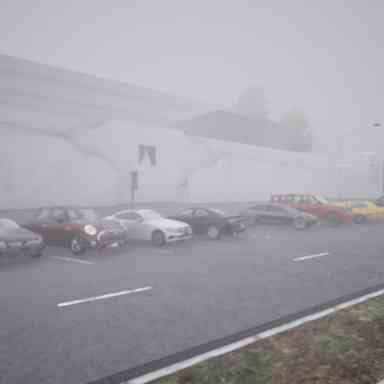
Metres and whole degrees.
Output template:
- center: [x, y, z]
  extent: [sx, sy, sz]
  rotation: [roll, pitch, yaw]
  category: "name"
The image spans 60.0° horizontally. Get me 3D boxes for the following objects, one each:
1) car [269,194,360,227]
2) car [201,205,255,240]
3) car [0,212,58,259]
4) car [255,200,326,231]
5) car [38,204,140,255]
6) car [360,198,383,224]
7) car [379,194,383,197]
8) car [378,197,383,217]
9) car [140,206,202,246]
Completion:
- center: [7.654, 1.145, 21.967]
  extent: [5.566, 2.045, 2.435]
  rotation: [-1, -1, 35]
  category: "car"
- center: [0.299, 1.449, 16.747]
  extent: [5.008, 1.535, 2.097]
  rotation: [-1, 0, 35]
  category: "car"
- center: [-7.038, 1.531, 11.535]
  extent: [4.674, 1.452, 2.002]
  rotation: [-1, -1, 35]
  category: "car"
- center: [5.212, 1.441, 20.221]
  extent: [4.792, 1.488, 2.163]
  rotation: [-1, -1, 35]
  category: "car"
- center: [-4.621, 1.353, 13.292]
  extent: [4.553, 1.767, 2.185]
  rotation: [-1, -1, 35]
  category: "car"
- center: [10.230, 1.375, 23.613]
  extent: [5.366, 1.575, 1.946]
  rotation: [-1, -1, 35]
  category: "car"
- center: [17.377, 1.099, 28.949]
  extent: [5.566, 2.045, 2.435]
  rotation: [-1, 0, 35]
  category: "car"
- center: [12.363, 1.368, 25.558]
  extent: [5.366, 1.575, 1.946]
  rotation: [-1, 0, 35]
  category: "car"
- center: [-2.150, 1.505, 15.015]
  extent: [4.674, 1.452, 2.002]
  rotation: [-1, -1, 35]
  category: "car"
